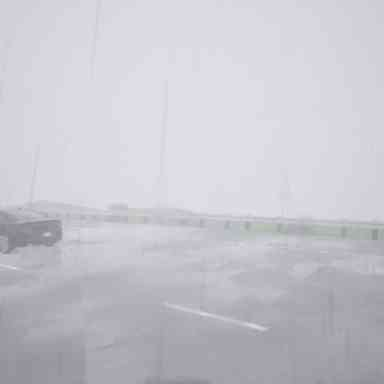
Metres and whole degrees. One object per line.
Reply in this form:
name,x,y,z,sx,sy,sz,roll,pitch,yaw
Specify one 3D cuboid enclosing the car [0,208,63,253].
car,-7.278,1.367,13.122,5.008,1.535,1.882,0,0,31
